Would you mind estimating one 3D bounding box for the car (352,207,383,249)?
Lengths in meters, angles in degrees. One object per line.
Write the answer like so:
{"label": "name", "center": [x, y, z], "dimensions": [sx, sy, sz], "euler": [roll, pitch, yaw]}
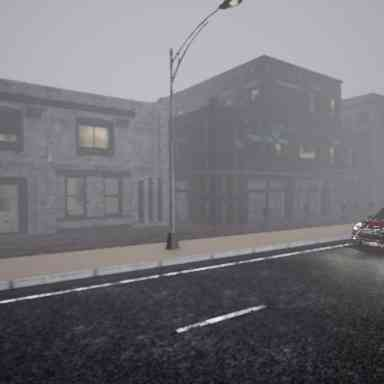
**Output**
{"label": "car", "center": [8.678, 1.380, 13.870], "dimensions": [4.553, 1.767, 2.097], "euler": [0, 0, -35]}
